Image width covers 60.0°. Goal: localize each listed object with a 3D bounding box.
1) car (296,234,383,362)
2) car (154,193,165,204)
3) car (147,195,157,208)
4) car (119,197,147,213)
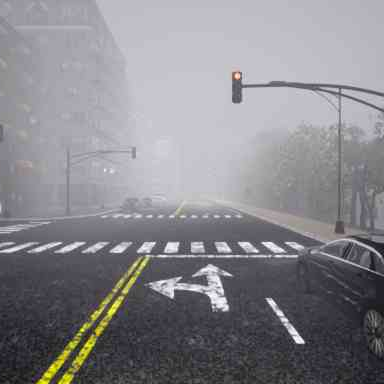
[{"bbox_3d":[3.346,1.491,5.862,2.128,1.511,4.902,0,0,-1],"label":"car"},{"bbox_3d":[-6.596,1.246,66.325,2.150,2.045,5.566,0,0,1],"label":"car"},{"bbox_3d":[-6.640,1.535,48.692,1.812,1.442,4.674,0,0,0],"label":"car"},{"bbox_3d":[-6.633,1.356,37.012,2.097,1.767,4.553,0,0,0],"label":"car"}]
